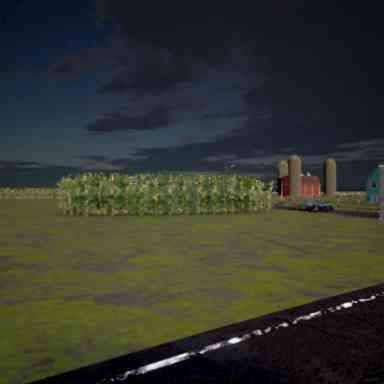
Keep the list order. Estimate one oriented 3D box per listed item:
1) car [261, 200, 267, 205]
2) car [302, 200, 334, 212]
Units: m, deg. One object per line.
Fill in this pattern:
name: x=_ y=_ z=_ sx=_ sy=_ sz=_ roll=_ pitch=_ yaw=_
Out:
car: x=11.197 y=1.676 z=57.355 sx=2.128 sy=1.511 sz=4.902 roll=0 pitch=0 yaw=-14
car: x=15.359 y=1.718 z=40.715 sx=1.994 sy=1.385 sz=4.181 roll=0 pitch=0 yaw=-14
